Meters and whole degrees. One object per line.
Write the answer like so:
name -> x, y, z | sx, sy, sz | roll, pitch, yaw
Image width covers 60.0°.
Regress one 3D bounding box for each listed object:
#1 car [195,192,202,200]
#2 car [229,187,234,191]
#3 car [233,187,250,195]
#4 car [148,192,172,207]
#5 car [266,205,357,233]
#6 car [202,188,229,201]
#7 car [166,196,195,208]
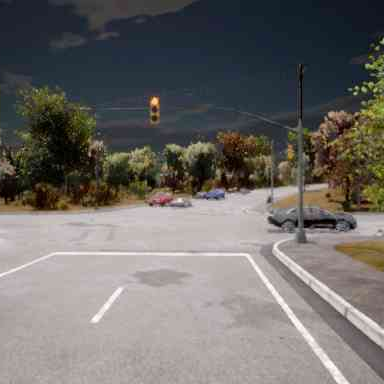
car -> 1.938, 0.710, 65.260 | 1.812, 1.442, 4.674 | 0, 3, 26
car -> 9.352, -0.401, 78.822 | 2.097, 1.767, 4.553 | 0, 4, 32
car -> 11.694, -0.124, 75.948 | 1.994, 1.385, 4.181 | 0, 4, 30
car -> -4.475, 1.086, 48.716 | 2.150, 2.045, 5.566 | 0, 1, 16
car -> 6.712, 1.489, 18.903 | 4.902, 1.511, 2.128 | 0, 0, 3
car -> 4.439, 0.495, 62.371 | 2.150, 2.045, 5.566 | 0, 3, 25
car -> -1.518, 1.493, 46.418 | 1.895, 1.301, 4.718 | 0, 1, 17
